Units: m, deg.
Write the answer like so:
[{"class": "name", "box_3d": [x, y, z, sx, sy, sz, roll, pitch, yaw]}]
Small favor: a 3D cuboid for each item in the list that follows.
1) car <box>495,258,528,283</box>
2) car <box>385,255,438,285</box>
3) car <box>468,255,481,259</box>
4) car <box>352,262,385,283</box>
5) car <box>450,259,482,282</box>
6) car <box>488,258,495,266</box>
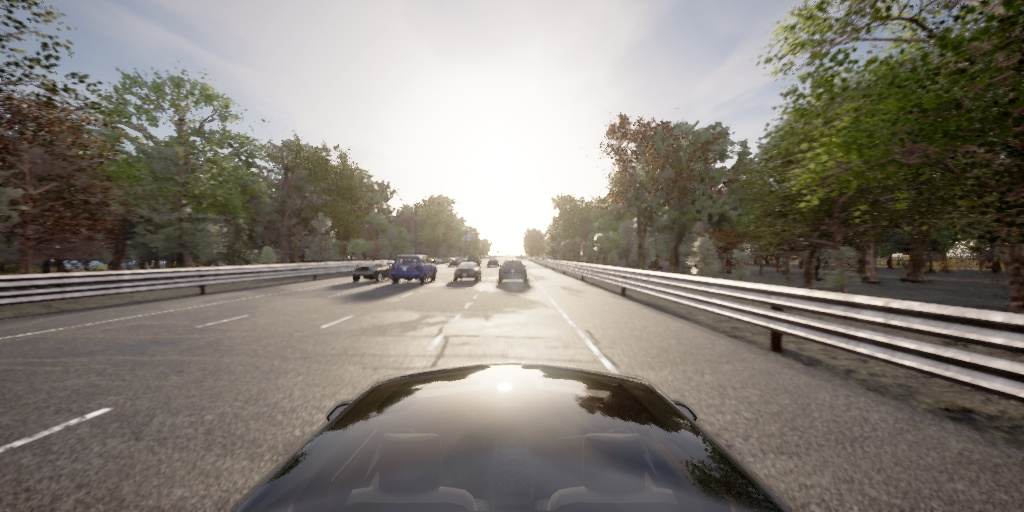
[{"class": "car", "box_3d": [0.060, 1.039, 26.880, 2.097, 1.767, 4.553, 0, 0, 0]}, {"class": "car", "box_3d": [-6.945, 0.914, 25.914, 2.150, 2.045, 5.566, 0, 0, 0]}, {"class": "car", "box_3d": [-6.782, 0.827, 64.760, 2.150, 2.045, 5.566, 0, 0, 0]}, {"class": "car", "box_3d": [-10.435, 1.194, 27.374, 1.837, 1.490, 4.892, 0, 1, 0]}, {"class": "car", "box_3d": [-3.431, 1.210, 28.298, 1.812, 1.442, 4.674, 0, 0, 0]}, {"class": "car", "box_3d": [-3.295, 1.081, 64.710, 1.882, 1.535, 5.008, 0, 0, 0]}]
